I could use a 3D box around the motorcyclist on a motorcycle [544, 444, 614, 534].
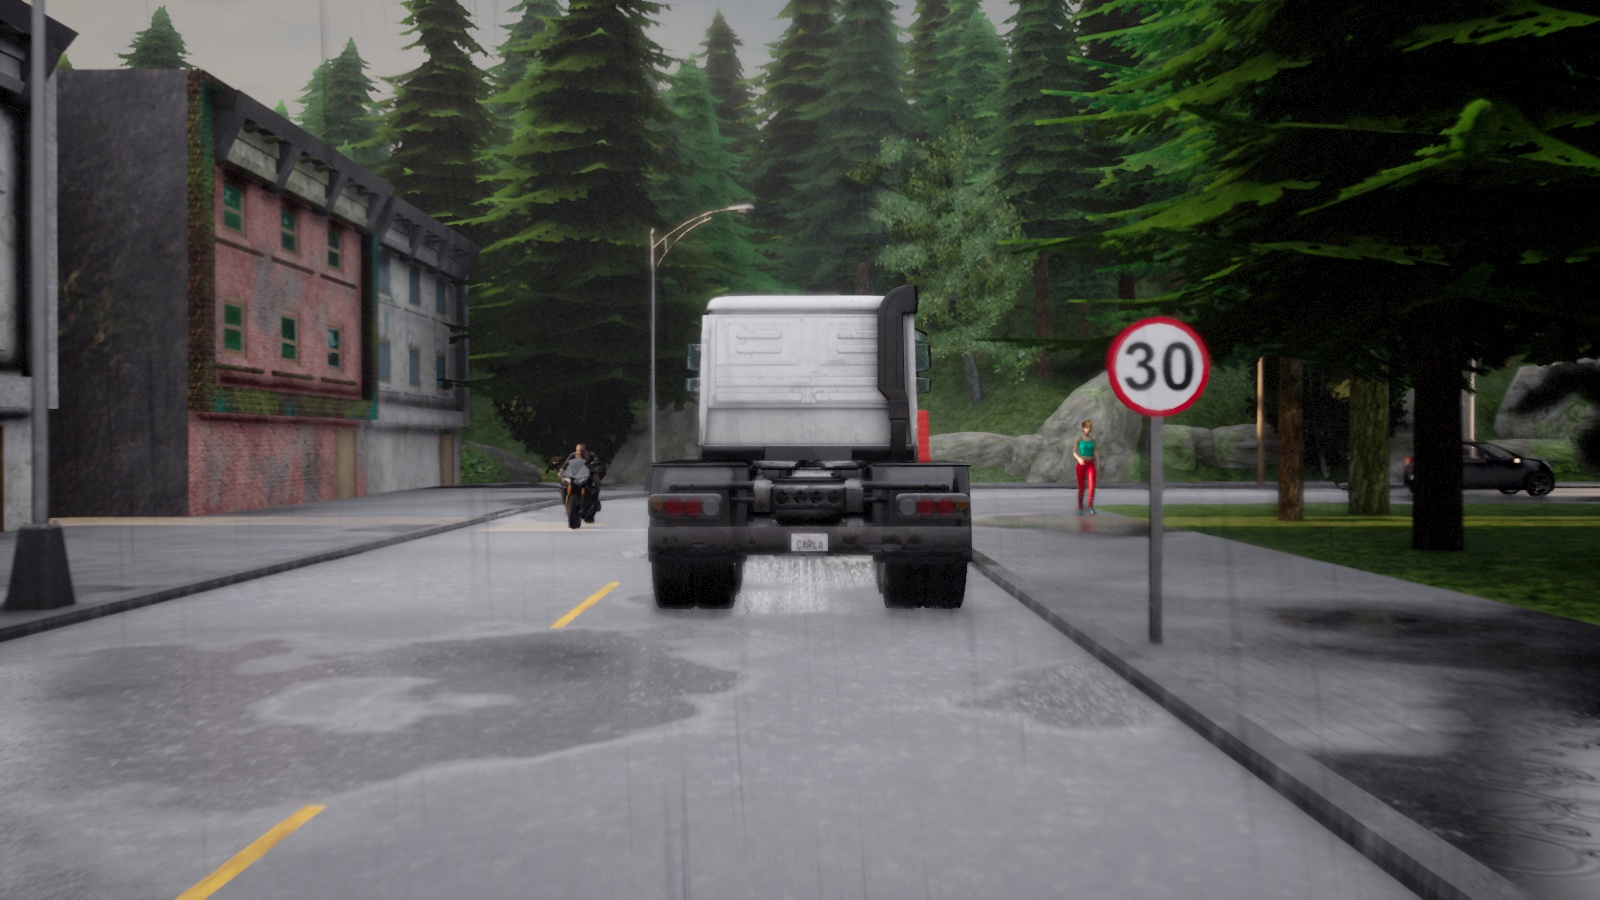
[{"bbox_3d":[-3.900,0.653,22.346,0.866,1.530,2.191,0,0,0],"label":"motorcyclist on a motorcycle"}]

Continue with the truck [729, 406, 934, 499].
[{"bbox_3d":[0.913,0.061,35.737,5.204,2.467,2.627,0,0,-30],"label":"truck"}]

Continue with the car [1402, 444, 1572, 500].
[{"bbox_3d":[18.693,0.583,34.274,3.633,1.501,1.845,0,0,0],"label":"car"}]

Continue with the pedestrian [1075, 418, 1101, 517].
[{"bbox_3d":[5.440,0.327,23.730,0.345,1.836,0.594,0,0,0],"label":"pedestrian"}]

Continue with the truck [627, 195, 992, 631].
[{"bbox_3d":[0.095,-0.314,13.942,2.891,3.462,7.936,0,0,0],"label":"truck"}]
